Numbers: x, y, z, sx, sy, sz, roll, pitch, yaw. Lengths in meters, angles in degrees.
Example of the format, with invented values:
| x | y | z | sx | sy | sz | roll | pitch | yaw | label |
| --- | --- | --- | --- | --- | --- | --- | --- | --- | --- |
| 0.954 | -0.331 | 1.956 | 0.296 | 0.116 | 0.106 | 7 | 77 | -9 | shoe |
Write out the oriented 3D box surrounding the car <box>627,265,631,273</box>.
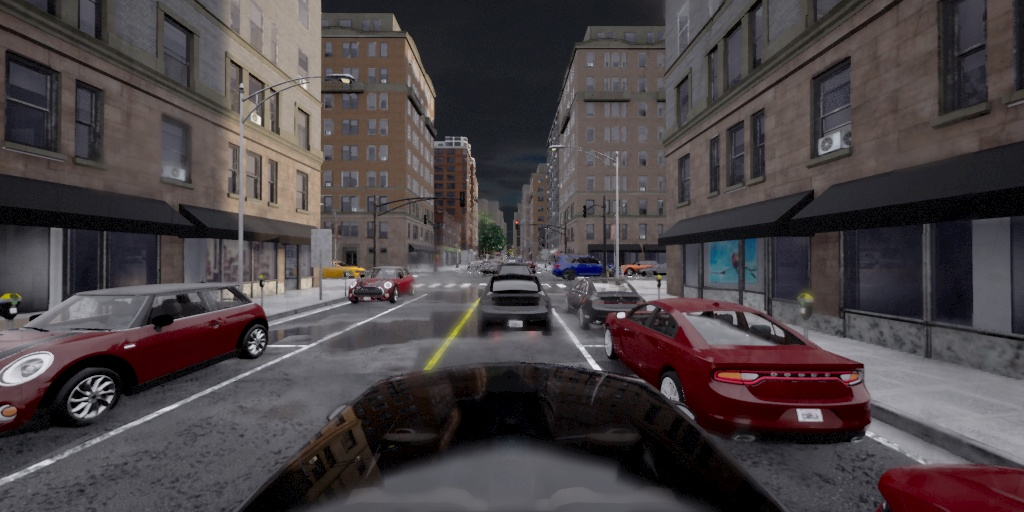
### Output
| x | y | z | sx | sy | sz | roll | pitch | yaw | label |
| --- | --- | --- | --- | --- | --- | --- | --- | --- | --- |
| 14.028 | 1.236 | 39.318 | 4.553 | 1.767 | 2.097 | 0 | 0 | 0 | car |

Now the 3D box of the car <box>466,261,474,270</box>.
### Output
| x | y | z | sx | sy | sz | roll | pitch | yaw | label |
| --- | --- | --- | --- | --- | --- | --- | --- | --- | --- |
| -5.903 | 1.367 | 54.805 | 2.007 | 1.370 | 4.403 | 0 | 0 | 0 | car |

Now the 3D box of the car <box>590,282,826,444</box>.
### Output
| x | y | z | sx | sy | sz | roll | pitch | yaw | label |
| --- | --- | --- | --- | --- | --- | --- | --- | --- | --- |
| 2.675 | 1.297 | 5.450 | 1.888 | 1.381 | 4.507 | 0 | 0 | 0 | car |

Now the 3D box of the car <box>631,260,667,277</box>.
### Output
| x | y | z | sx | sy | sz | roll | pitch | yaw | label |
| --- | --- | --- | --- | --- | --- | --- | --- | --- | --- |
| 15.193 | 1.408 | 36.056 | 5.357 | 1.411 | 2.033 | 0 | 0 | 0 | car |

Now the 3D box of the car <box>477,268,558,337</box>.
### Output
| x | y | z | sx | sy | sz | roll | pitch | yaw | label |
| --- | --- | --- | --- | --- | --- | --- | --- | --- | --- |
| 0.057 | 1.261 | 10.367 | 1.837 | 1.490 | 4.892 | 0 | 0 | -1 | car |

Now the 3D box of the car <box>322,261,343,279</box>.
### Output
| x | y | z | sx | sy | sz | roll | pitch | yaw | label |
| --- | --- | --- | --- | --- | --- | --- | --- | --- | --- |
| -14.395 | 1.151 | 29.102 | 5.008 | 1.535 | 1.882 | 0 | -1 | 3 | car |

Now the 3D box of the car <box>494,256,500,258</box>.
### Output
| x | y | z | sx | sy | sz | roll | pitch | yaw | label |
| --- | --- | --- | --- | --- | --- | --- | --- | --- | --- |
| -3.165 | 1.183 | 60.791 | 2.097 | 1.767 | 4.553 | 0 | 0 | 0 | car |

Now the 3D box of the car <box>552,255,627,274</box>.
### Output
| x | y | z | sx | sy | sz | roll | pitch | yaw | label |
| --- | --- | --- | --- | --- | --- | --- | --- | --- | --- |
| 6.069 | 0.983 | 29.317 | 5.566 | 2.045 | 2.150 | 0 | 0 | 0 | car |

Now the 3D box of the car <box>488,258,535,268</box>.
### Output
| x | y | z | sx | sy | sz | roll | pitch | yaw | label |
| --- | --- | --- | --- | --- | --- | --- | --- | --- | --- |
| 0.122 | 1.114 | 17.781 | 2.097 | 1.767 | 4.553 | 0 | 0 | 0 | car |

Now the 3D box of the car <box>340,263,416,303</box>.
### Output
| x | y | z | sx | sy | sz | roll | pitch | yaw | label |
| --- | --- | --- | --- | --- | --- | --- | --- | --- | --- |
| -5.833 | 1.201 | 16.444 | 1.967 | 1.591 | 4.097 | 0 | 0 | 0 | car |

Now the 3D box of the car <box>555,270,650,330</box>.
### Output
| x | y | z | sx | sy | sz | roll | pitch | yaw | label |
| --- | --- | --- | --- | --- | --- | --- | --- | --- | --- |
| 2.684 | 1.307 | 10.942 | 2.007 | 1.370 | 4.403 | 0 | 0 | 0 | car |

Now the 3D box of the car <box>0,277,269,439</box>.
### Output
| x | y | z | sx | sy | sz | roll | pitch | yaw | label |
| --- | --- | --- | --- | --- | --- | --- | --- | --- | --- |
| -5.851 | 1.192 | 5.457 | 1.967 | 1.591 | 4.097 | 0 | 0 | 0 | car |

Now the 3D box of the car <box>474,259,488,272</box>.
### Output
| x | y | z | sx | sy | sz | roll | pitch | yaw | label |
| --- | --- | --- | --- | --- | --- | --- | --- | --- | --- |
| -1.442 | 1.331 | 38.713 | 2.033 | 1.411 | 5.357 | 0 | 0 | 28 | car |
